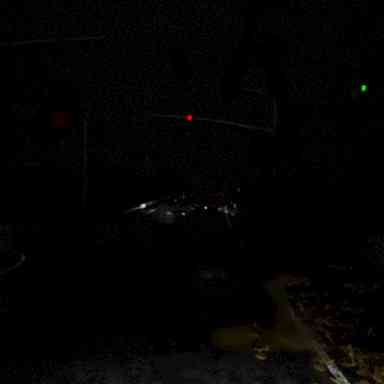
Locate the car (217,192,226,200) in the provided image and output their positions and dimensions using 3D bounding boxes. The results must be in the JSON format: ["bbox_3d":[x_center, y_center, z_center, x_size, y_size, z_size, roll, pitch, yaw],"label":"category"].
[{"bbox_3d":[5.097,0.783,60.720,1.812,1.442,4.674,0,-2,8],"label":"car"}]

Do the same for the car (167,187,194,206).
[{"bbox_3d":[-1.442,0.446,38.120,2.150,2.045,5.566,0,2,6],"label":"car"}]

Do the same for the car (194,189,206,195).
[{"bbox_3d":[1.464,0.442,60.060,2.150,2.045,5.566,0,-2,8],"label":"car"}]

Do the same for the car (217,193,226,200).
[{"bbox_3d":[6.371,0.959,70.808,1.882,1.535,5.008,0,-1,6],"label":"car"}]

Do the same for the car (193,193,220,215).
[{"bbox_3d":[1.318,1.183,29.873,1.994,1.385,4.181,0,3,5],"label":"car"}]
